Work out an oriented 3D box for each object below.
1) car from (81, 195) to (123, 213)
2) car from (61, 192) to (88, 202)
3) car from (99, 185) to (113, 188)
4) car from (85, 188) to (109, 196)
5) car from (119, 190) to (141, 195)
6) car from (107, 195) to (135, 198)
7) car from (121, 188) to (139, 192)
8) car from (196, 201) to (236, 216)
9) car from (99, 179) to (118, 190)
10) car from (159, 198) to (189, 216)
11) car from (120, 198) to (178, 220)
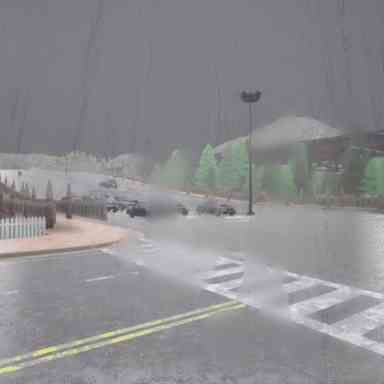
[{"bbox_3d":[-9.858,1.450,36.298,2.033,1.411,5.357,0,2,-37],"label":"car"},{"bbox_3d":[-16.050,0.904,44.505,1.837,1.490,4.892,0,4,-37],"label":"car"},{"bbox_3d":[-15.405,0.169,55.382,1.837,1.490,4.892,0,6,-37],"label":"car"},{"bbox_3d":[-14.190,0.635,47.859,2.097,1.767,4.553,0,4,-37],"label":"car"},{"bbox_3d":[-9.274,1.007,47.148,1.882,1.535,5.008,0,4,-37],"label":"car"},{"bbox_3d":[-8.159,1.412,39.854,1.994,1.385,4.181,0,2,-37],"label":"car"},{"bbox_3d":[-11.465,-0.064,62.020,1.895,1.301,4.718,0,7,-37],"label":"car"},{"bbox_3d":[2.266,1.557,31.909,1.994,1.385,4.181,0,0,-37],"label":"car"},{"bbox_3d":[-17.588,-1.706,70.043,2.150,2.045,5.566,0,7,-37],"label":"car"},{"bbox_3d":[-2.152,1.555,31.937,1.994,1.385,4.181,0,0,-37],"label":"car"},{"bbox_3d":[-3.781,1.543,28.292,2.033,1.411,5.357,0,0,-37],"label":"car"}]
